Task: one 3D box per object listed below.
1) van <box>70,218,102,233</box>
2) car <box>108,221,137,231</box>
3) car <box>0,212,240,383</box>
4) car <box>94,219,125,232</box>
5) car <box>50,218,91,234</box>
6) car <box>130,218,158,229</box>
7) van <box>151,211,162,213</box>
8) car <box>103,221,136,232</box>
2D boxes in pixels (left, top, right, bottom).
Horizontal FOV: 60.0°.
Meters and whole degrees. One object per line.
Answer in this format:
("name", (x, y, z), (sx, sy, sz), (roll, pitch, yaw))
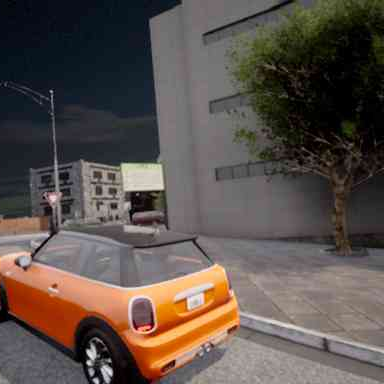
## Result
("van", (-16.064, 5.106, 50.563), (4.442, 1.987, 1.878), (-7, -7, 23))
("car", (-10.624, 5.171, 51.270), (1.895, 1.301, 4.718), (-7, -7, 23))
("car", (-1.559, 1.319, 5.431), (4.553, 1.767, 2.097), (1, 1, 41))
("car", (-13.720, 5.653, 55.584), (4.553, 1.767, 2.185), (-7, -8, 23))
("car", (-14.979, 4.176, 41.356), (2.097, 1.767, 4.553), (-7, -6, 24))
("car", (-7.253, 4.805, 51.123), (1.882, 1.535, 5.008), (-7, -8, 23))
("van", (-5.554, 3.573, 43.393), (4.442, 1.987, 1.878), (-7, -7, 23))
("car", (-12.755, 6.055, 58.320), (5.366, 1.575, 1.946), (-7, -8, 23))
